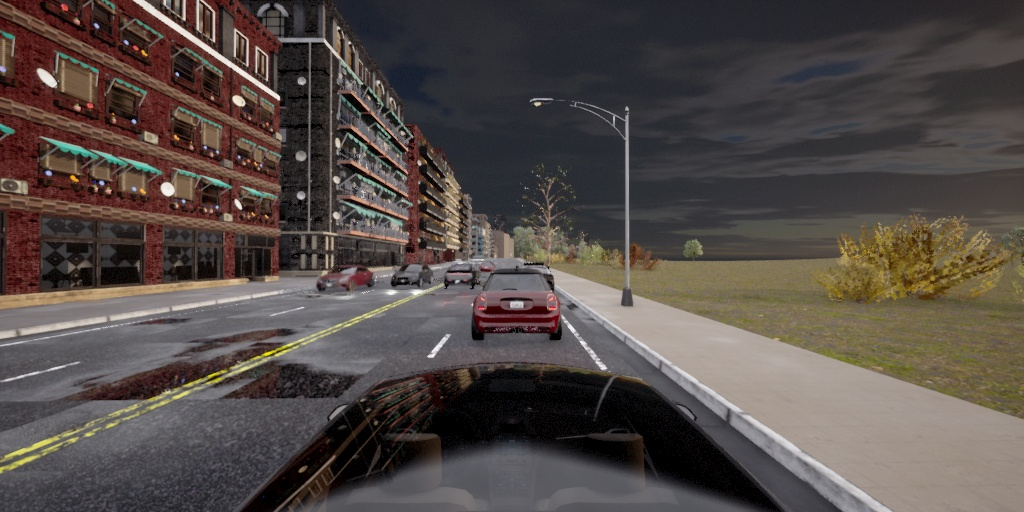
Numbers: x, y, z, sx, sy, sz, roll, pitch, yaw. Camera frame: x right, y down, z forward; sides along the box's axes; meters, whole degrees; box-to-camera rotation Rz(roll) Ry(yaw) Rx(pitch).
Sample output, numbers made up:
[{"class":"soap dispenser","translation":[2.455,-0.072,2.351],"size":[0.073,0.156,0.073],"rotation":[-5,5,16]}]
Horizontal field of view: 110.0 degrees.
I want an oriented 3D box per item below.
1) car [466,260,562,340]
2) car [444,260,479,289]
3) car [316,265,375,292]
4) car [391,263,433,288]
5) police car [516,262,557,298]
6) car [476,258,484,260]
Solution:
[{"class":"car","translation":[0.114,1.105,10.097],"size":[2.097,1.767,4.553],"rotation":[0,0,0]},{"class":"car","translation":[-3.103,1.248,22.937],"size":[2.128,1.511,4.902],"rotation":[0,0,0]},{"class":"car","translation":[-9.805,1.282,21.540],"size":[1.812,1.442,4.674],"rotation":[0,0,0]},{"class":"car","translation":[-6.551,1.262,23.926],"size":[1.837,1.490,4.892],"rotation":[0,0,0]},{"class":"police car","translation":[1.177,1.181,19.592],"size":[1.930,1.638,5.238],"rotation":[0,0,0]},{"class":"car","translation":[-3.050,1.324,44.784],"size":[1.994,1.385,4.181],"rotation":[0,0,0]}]
